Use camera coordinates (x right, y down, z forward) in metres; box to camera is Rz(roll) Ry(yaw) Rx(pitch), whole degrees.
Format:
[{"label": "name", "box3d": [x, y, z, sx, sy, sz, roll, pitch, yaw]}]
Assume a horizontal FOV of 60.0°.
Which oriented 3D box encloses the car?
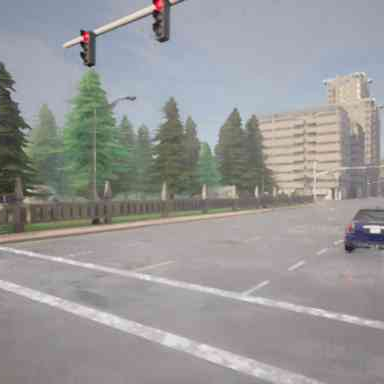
[{"label": "car", "box3d": [7.540, 1.352, 13.159, 2.097, 1.767, 4.553, 0, 0, 36]}]
